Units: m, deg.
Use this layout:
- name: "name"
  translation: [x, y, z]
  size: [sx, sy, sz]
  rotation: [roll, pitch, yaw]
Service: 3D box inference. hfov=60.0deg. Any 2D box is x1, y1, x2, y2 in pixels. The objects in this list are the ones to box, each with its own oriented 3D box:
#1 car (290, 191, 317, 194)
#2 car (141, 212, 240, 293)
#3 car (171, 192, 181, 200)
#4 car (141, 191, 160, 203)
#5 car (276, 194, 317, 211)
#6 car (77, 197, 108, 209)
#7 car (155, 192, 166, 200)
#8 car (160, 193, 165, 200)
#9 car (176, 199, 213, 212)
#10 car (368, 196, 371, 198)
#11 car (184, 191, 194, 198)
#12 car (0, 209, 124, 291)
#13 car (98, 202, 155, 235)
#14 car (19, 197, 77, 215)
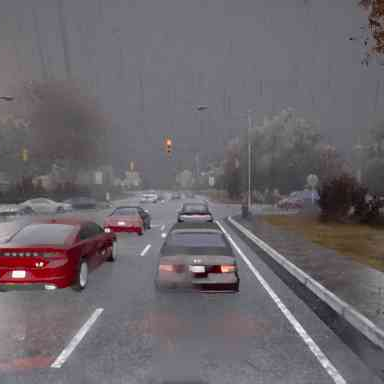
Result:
- name: "car"
  translation: [13.785, 0.895, 43.189]
  size: [5.566, 2.045, 2.150]
  rotation: [0, 1, -4]
- name: "car"
  translation: [0.104, 1.515, 8.919]
  size: [2.033, 1.411, 5.357]
  rotation: [0, 0, 0]
- name: "car"
  translation: [-3.546, 0.898, 73.720]
  size: [2.128, 1.511, 4.902]
  rotation: [0, 1, -1]
- name: "car"
  translation: [-7.066, 0.790, 55.237]
  size: [2.150, 2.045, 5.566]
  rotation: [0, 1, 0]
- name: "car"
  translation: [11.405, 1.263, 35.843]
  size: [4.674, 1.442, 1.812]
  rotation: [0, 1, -3]
- name: "car"
  translation: [-11.043, 1.241, 34.587]
  size: [4.902, 1.511, 2.128]
  rotation: [0, 1, -3]
- name: "car"
  translation: [-7.086, 0.871, 75.797]
  size: [2.128, 1.511, 4.902]
  rotation: [0, 1, -1]
- name: "car"
  translation: [-7.021, 0.962, 65.409]
  size: [2.128, 1.511, 4.902]
  rotation: [0, 1, 0]
- name: "car"
  translation: [0.138, 1.380, 18.611]
  size: [2.128, 1.511, 4.902]
  rotation: [0, 0, -1]
- name: "car"
  translation: [24.086, 1.216, 43.767]
  size: [5.357, 1.411, 2.033]
  rotation: [0, 1, -3]
- name: "car"
  translation: [-0.449, 0.714, 86.177]
  size: [2.128, 1.511, 4.902]
  rotation: [0, 1, -4]
- name: "car"
  translation: [-3.393, 1.445, 8.993]
  size: [1.882, 1.535, 5.008]
  rotation: [0, 0, 0]
- name: "car"
  translation: [-3.390, 1.458, 17.980]
  size: [1.994, 1.385, 4.181]
  rotation: [0, 1, 0]
- name: "car"
  translation: [-13.568, 1.306, 30.940]
  size: [4.674, 1.442, 1.812]
  rotation: [0, 1, -3]
